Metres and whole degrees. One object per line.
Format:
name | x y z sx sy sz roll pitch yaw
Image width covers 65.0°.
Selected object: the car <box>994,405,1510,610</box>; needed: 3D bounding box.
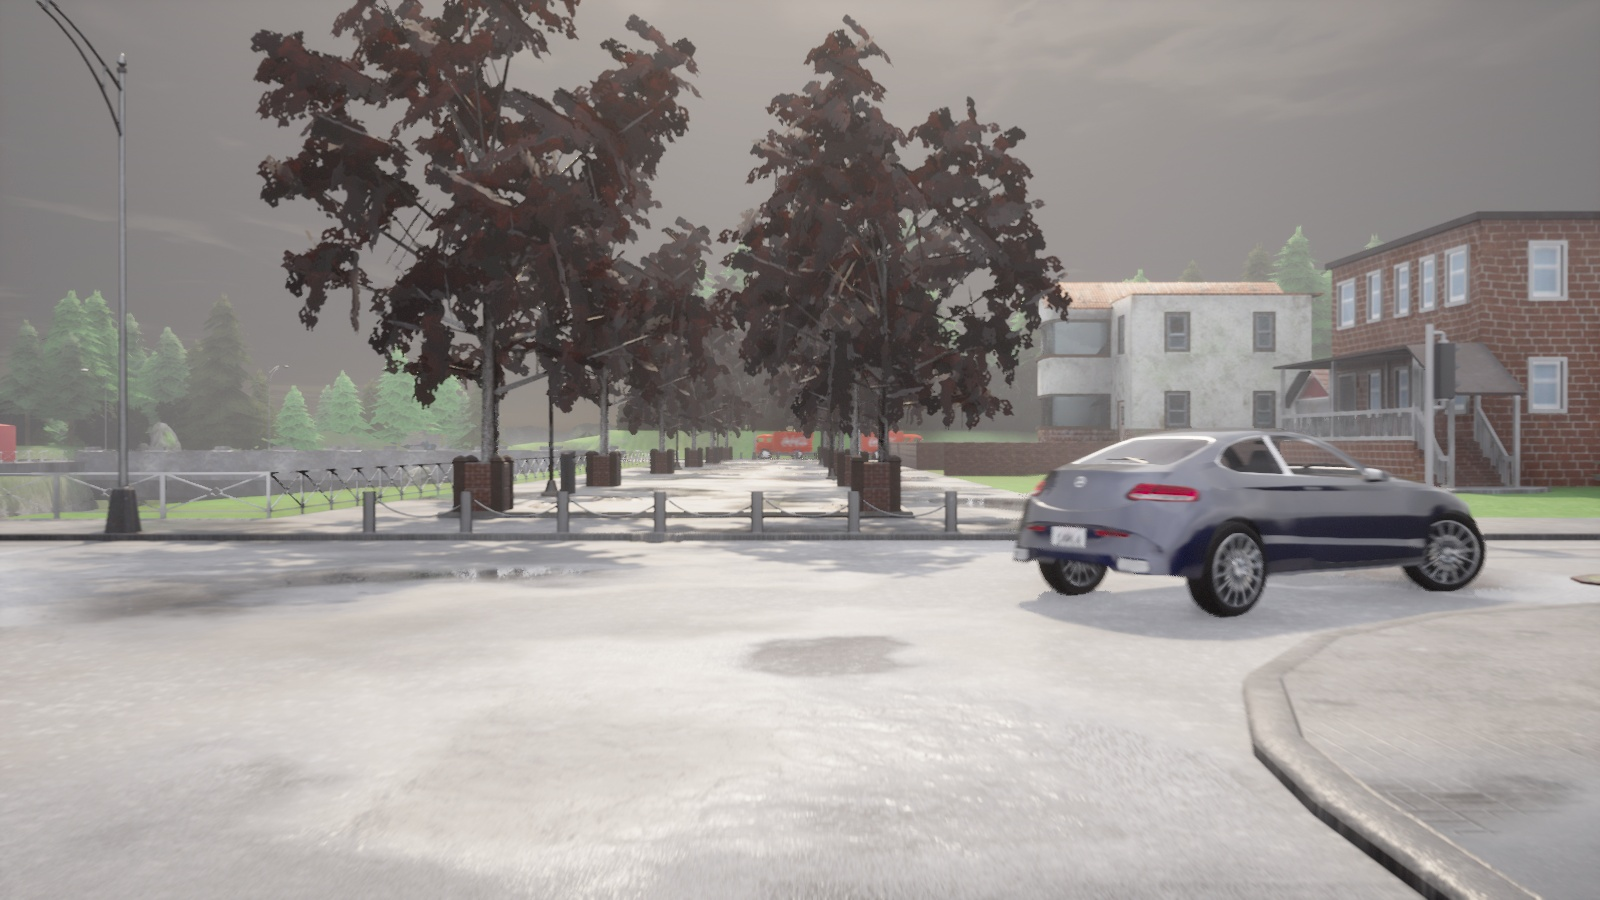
car | 4.542 0.459 12.375 5.027 1.651 2.152 0 0 -32
